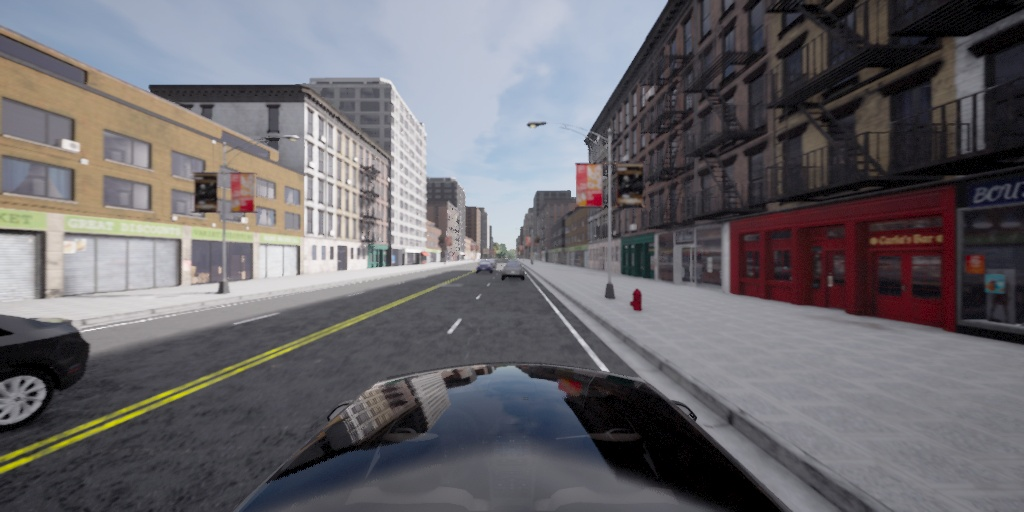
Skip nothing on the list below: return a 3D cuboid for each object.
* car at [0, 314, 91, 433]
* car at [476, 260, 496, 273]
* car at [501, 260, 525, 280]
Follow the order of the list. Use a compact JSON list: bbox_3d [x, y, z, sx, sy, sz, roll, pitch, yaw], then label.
[{"bbox_3d":[-6.605,1.253,2.736,1.837,1.490,4.892,0,1,0],"label":"car"},{"bbox_3d":[-3.155,1.255,41.922,1.812,1.442,4.674,0,0,0],"label":"car"},{"bbox_3d":[0.091,1.298,31.263,1.994,1.385,4.181,0,0,1],"label":"car"}]
